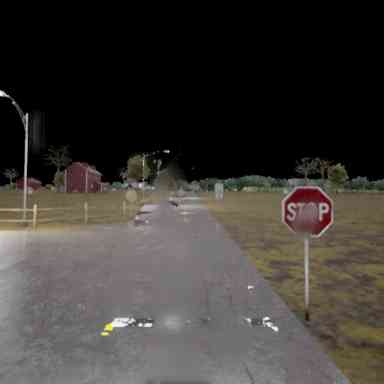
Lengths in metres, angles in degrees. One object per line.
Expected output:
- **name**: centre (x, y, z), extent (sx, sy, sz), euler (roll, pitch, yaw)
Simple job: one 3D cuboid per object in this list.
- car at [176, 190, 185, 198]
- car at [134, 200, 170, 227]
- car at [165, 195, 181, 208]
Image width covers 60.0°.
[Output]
- **car**: centre (-2.912, 0.554, 85.474), extent (2.150, 2.045, 5.566), euler (0, 1, 0)
- **car**: centre (-2.756, 1.548, 22.840), extent (1.812, 1.442, 4.674), euler (0, 1, 0)
- **car**: centre (-2.814, 1.400, 45.040), extent (1.895, 1.301, 4.718), euler (0, 1, 0)
